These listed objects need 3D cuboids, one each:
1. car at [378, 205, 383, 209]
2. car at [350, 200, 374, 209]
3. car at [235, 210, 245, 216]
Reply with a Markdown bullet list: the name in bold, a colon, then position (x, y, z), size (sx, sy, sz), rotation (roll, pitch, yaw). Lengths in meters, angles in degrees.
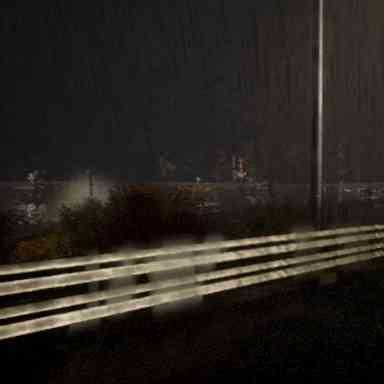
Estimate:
- **car**: position (41.352, 3.320, 70.066), size (4.181, 1.385, 1.994), rotation (-4, 2, -19)
- **car**: position (39.072, 2.833, 76.675), size (5.566, 2.045, 2.150), rotation (-4, 2, -19)
- **car**: position (11.414, 4.596, 67.298), size (5.566, 2.045, 2.150), rotation (-3, 2, -19)
